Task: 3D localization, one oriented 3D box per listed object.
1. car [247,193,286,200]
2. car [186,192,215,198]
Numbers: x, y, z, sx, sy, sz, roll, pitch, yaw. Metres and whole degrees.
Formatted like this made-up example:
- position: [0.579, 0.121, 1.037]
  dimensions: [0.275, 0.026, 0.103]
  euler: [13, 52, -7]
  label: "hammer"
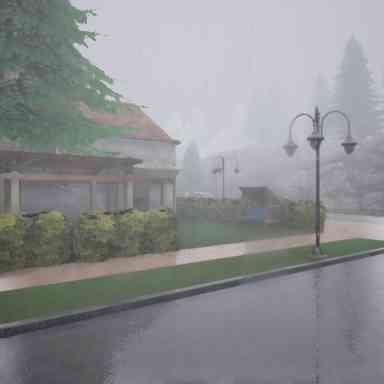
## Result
- position: [7.249, 1.059, 30.862]
  dimensions: [2.150, 2.045, 5.566]
  euler: [0, 0, -35]
  label: "car"
- position: [1.282, 1.059, 39.257]
  dimensions: [2.150, 2.045, 5.566]
  euler: [0, 0, -35]
  label: "car"
